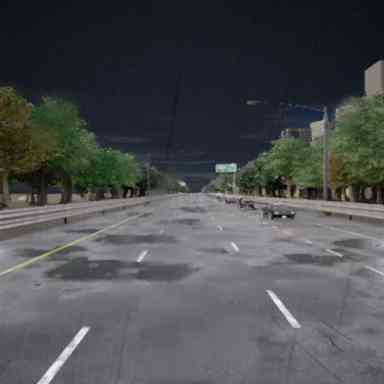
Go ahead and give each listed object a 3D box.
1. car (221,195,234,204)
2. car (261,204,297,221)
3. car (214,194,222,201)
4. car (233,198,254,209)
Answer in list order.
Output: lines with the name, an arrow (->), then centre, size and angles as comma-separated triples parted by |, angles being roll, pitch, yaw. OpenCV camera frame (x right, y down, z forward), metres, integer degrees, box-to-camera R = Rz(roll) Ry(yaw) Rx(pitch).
car -> 7.226, 1.642, 63.136 | 1.895, 1.301, 4.718 | 0, 0, 0
car -> 7.044, 1.610, 27.547 | 1.895, 1.301, 4.718 | 0, 0, 0
car -> 7.380, 1.579, 82.118 | 2.128, 1.511, 4.902 | 0, 0, 1
car -> 7.116, 1.530, 44.669 | 1.837, 1.490, 4.892 | 0, 0, 0
